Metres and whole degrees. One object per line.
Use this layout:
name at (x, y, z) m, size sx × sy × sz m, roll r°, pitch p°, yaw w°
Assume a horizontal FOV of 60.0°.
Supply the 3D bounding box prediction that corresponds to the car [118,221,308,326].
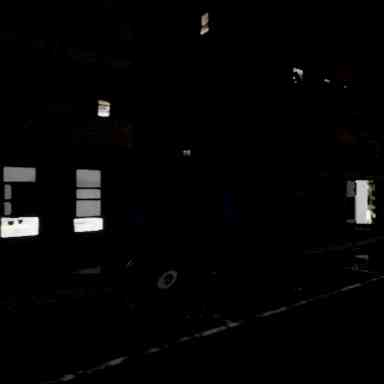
car at (0.535, 1.423, 6.946) m, size 4.097 × 1.590 × 1.967 m, roll 0°, pitch 0°, yaw -36°
